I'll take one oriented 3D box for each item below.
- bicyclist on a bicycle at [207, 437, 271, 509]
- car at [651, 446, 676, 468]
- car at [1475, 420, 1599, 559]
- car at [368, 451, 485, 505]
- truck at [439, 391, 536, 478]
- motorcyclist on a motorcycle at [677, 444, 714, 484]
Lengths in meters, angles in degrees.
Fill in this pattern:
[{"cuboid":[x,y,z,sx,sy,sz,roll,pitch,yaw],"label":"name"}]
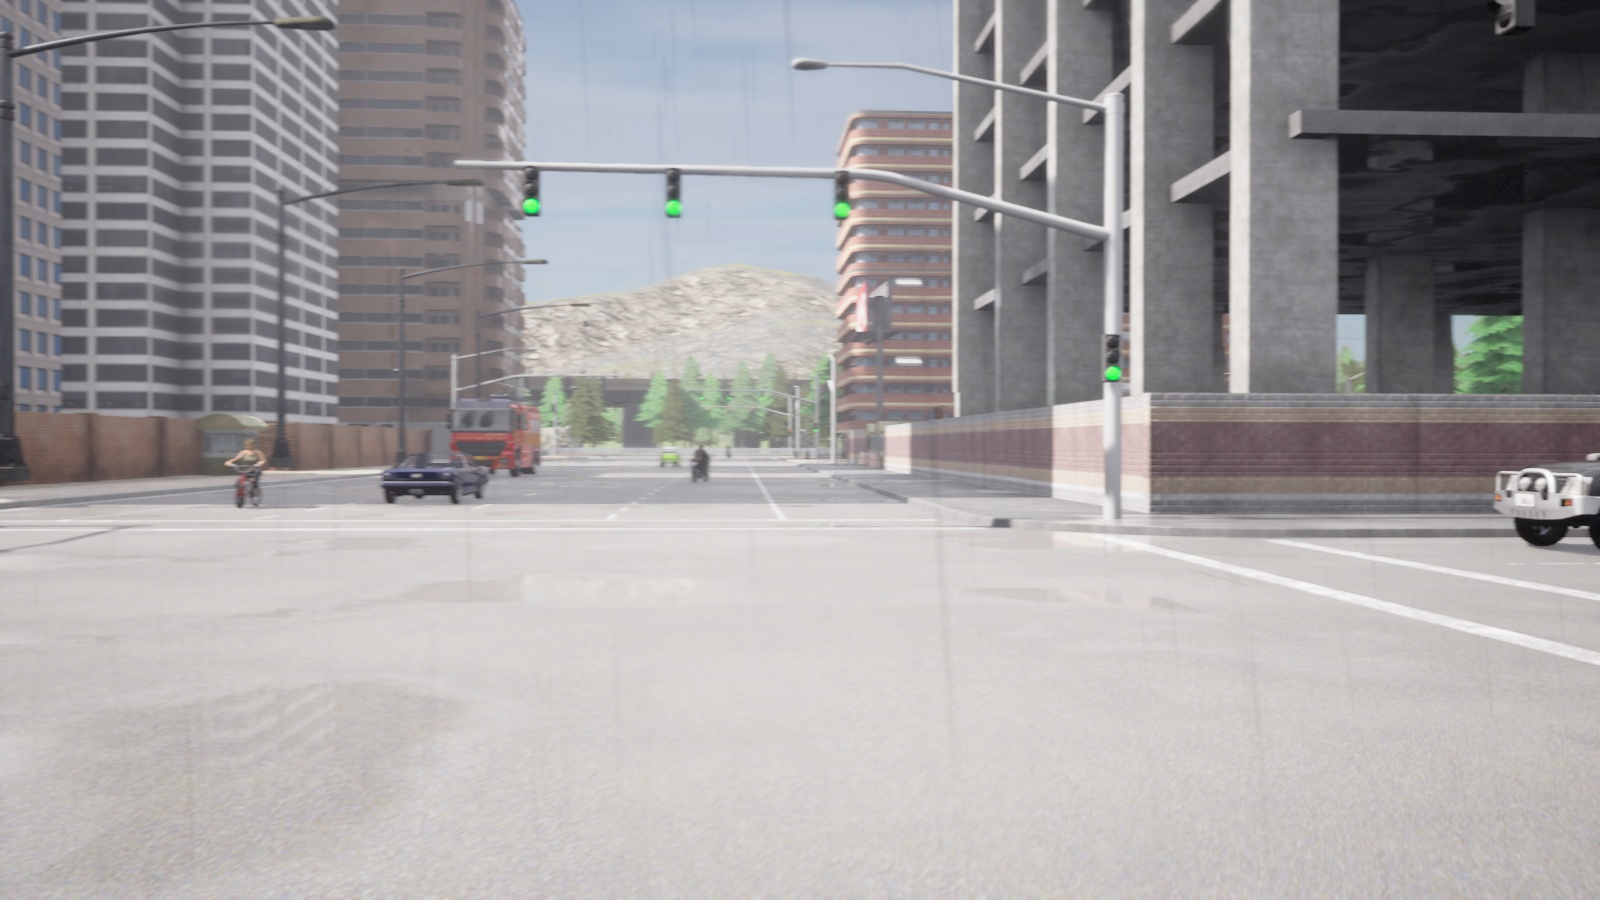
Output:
[{"cuboid":[-12.952,0.519,29.038,0.866,1.612,1.509,0,0,-3],"label":"bicyclist on a bicycle"},{"cuboid":[-8.882,0.441,82.001,1.481,1.376,2.207,0,1,-3],"label":"car"},{"cuboid":[12.425,0.539,17.894,4.605,1.855,1.932,0,0,-4],"label":"car"},{"cuboid":[-9.674,0.680,32.898,1.895,1.301,4.718,0,0,-3],"label":"car"},{"cuboid":[-14.649,-0.710,59.558,2.891,3.827,8.468,0,0,-3],"label":"truck"},{"cuboid":[-4.033,0.520,48.541,0.797,1.523,2.044,-1,0,13],"label":"motorcyclist on a motorcycle"}]
